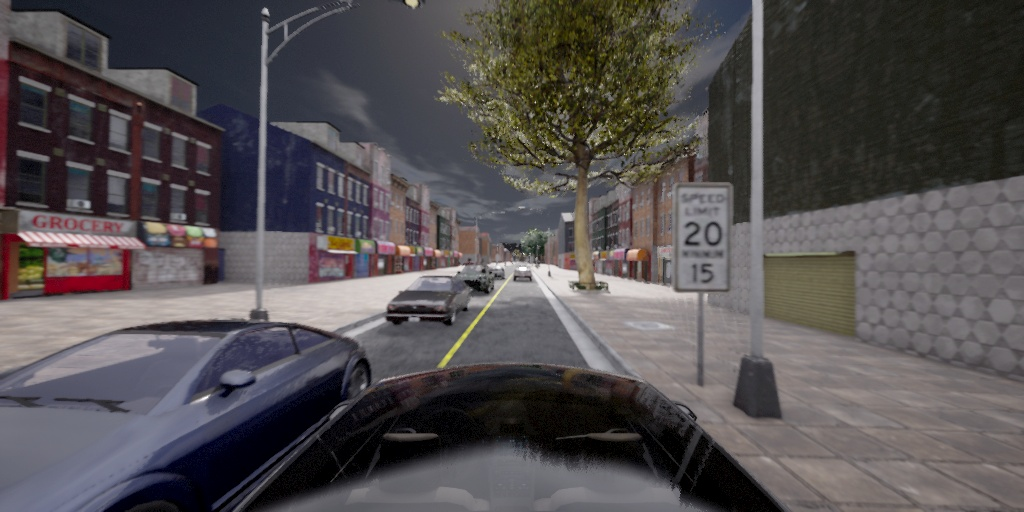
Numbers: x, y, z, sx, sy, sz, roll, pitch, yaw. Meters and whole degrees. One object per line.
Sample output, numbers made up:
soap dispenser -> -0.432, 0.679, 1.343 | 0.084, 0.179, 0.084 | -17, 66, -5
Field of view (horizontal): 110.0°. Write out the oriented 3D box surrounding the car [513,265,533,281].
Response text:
car -> 1.056, 1.665, 35.406 | 2.033, 1.411, 5.357 | 1, -1, 2

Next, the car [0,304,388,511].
car -> -2.891, 1.293, 3.080 | 1.994, 1.385, 4.181 | 1, -1, 2

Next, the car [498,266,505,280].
car -> -1.733, 1.660, 36.686 | 1.994, 1.385, 4.181 | 1, -1, 2

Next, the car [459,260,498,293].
car -> -2.271, 1.290, 22.289 | 2.097, 1.767, 4.553 | 1, -1, 2

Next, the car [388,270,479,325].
car -> -2.590, 1.378, 12.456 | 2.033, 1.411, 5.357 | 1, -1, 2
